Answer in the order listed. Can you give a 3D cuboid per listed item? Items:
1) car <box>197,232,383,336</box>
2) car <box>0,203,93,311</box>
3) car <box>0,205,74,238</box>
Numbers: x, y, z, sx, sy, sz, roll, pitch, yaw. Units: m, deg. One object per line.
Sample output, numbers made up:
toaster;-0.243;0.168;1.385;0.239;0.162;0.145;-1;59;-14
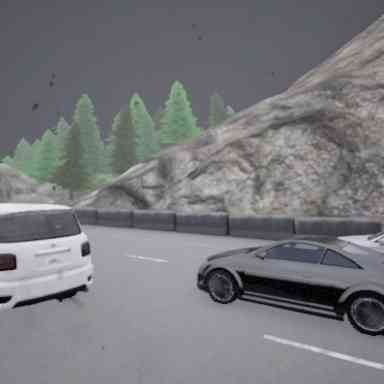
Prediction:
car;2.164;1.575;6.747;4.181;1.385;1.994;0;0;36
car;-4.519;1.257;7.231;5.566;2.045;2.150;0;0;36
car;-9.054;1.589;19.051;4.892;1.490;1.837;0;0;36
